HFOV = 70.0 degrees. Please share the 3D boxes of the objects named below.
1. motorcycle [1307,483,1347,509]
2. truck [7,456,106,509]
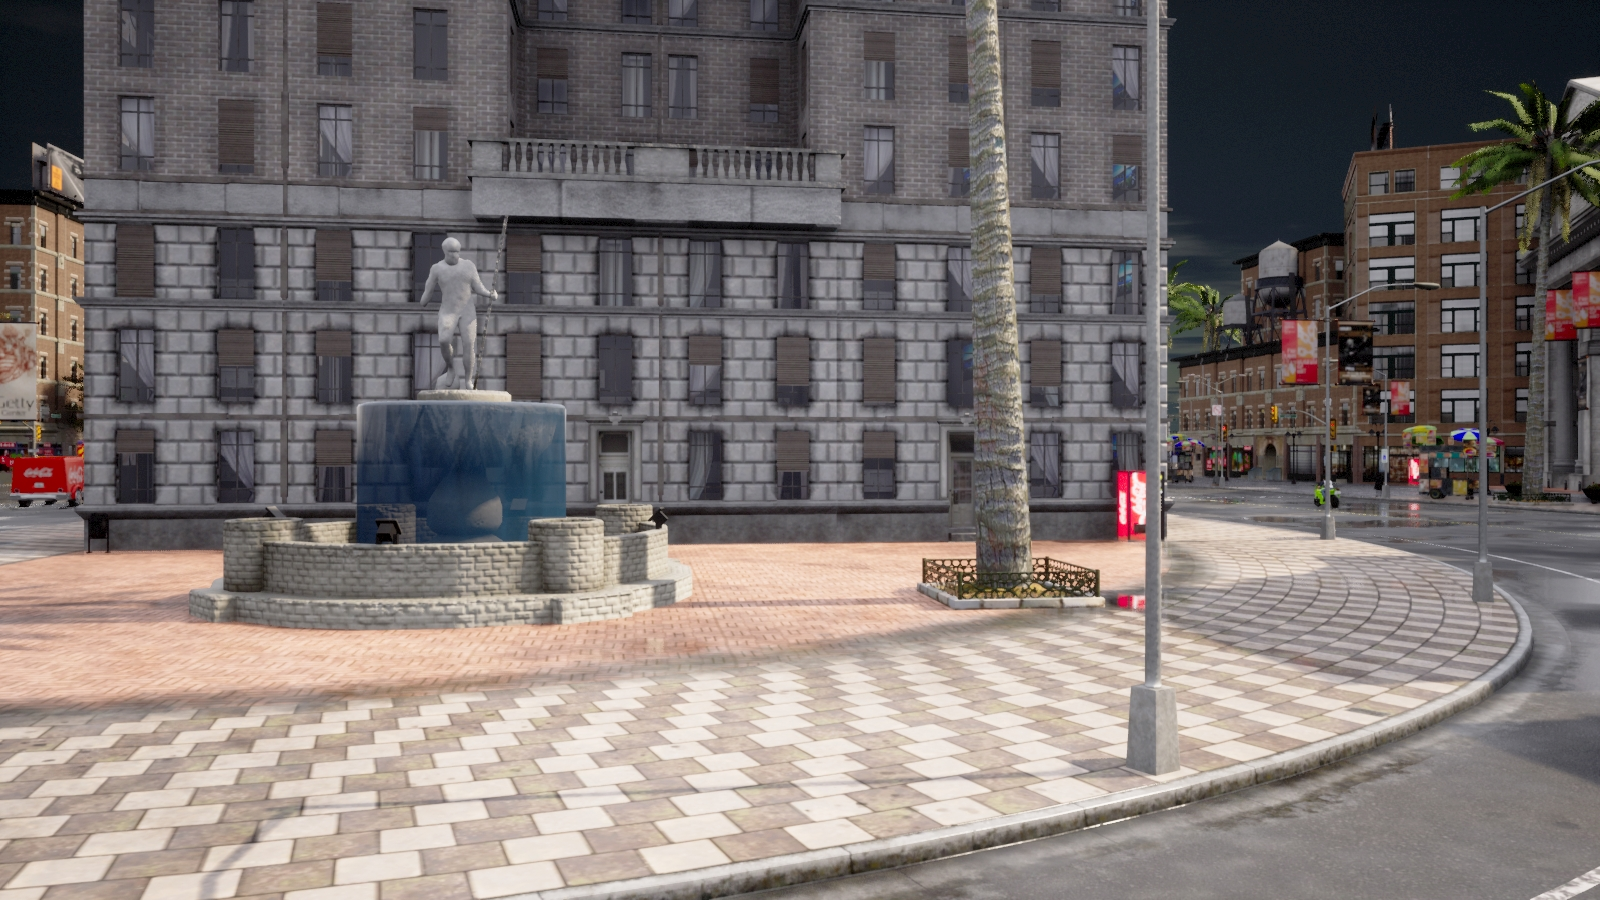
[{"bbox_3d":[25.547,2.213,55.422,0.803,1.145,2.033,0,0,-7],"label":"motorcycle"},{"bbox_3d":[-37.035,1.568,57.115,2.627,2.467,5.204,0,0,-14],"label":"truck"}]
